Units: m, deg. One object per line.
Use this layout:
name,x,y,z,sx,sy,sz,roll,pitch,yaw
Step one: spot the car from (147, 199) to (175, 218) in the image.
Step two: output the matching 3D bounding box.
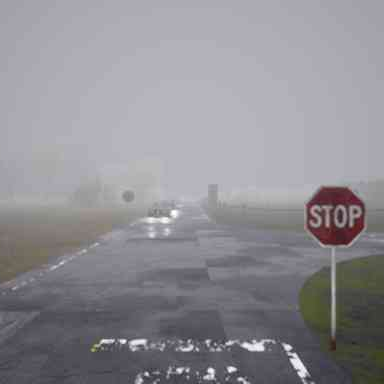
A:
car,-2.963,1.585,30.769,1.994,1.385,4.181,0,0,0

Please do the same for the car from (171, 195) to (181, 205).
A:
car,-3.219,1.421,61.379,2.097,1.767,4.553,0,0,0

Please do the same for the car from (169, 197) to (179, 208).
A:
car,-3.105,1.642,44.883,1.895,1.301,4.718,0,0,0
